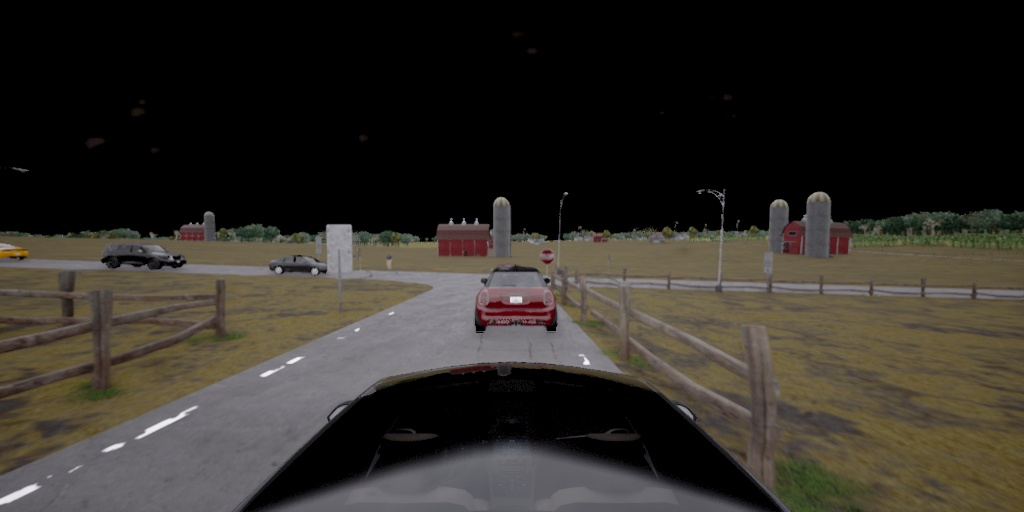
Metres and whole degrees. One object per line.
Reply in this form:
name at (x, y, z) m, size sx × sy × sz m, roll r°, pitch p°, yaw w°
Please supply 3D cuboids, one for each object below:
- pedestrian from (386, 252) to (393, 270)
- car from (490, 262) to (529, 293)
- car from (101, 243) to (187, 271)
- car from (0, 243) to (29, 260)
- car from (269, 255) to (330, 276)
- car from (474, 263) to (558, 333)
pedestrian at (-12.025, 0.464, 35.118) m, size 0.375 × 1.860 × 0.375 m, roll 0°, pitch 1°, yaw 0°
car at (-0.281, 1.176, 21.530) m, size 1.882 × 1.535 × 5.008 m, roll 0°, pitch 0°, yaw -6°
car at (-29.946, 0.024, 29.229) m, size 5.566 × 2.045 × 2.150 m, roll 2°, pitch 3°, yaw 0°
car at (-46.757, -0.396, 32.202) m, size 5.008 × 1.535 × 1.882 m, roll 2°, pitch 3°, yaw 1°
car at (-17.027, 0.738, 29.190) m, size 4.892 × 1.490 × 1.837 m, roll 2°, pitch 3°, yaw 0°
car at (0.101, 1.078, 10.837) m, size 2.097 × 1.767 × 4.553 m, roll 0°, pitch 0°, yaw 0°
